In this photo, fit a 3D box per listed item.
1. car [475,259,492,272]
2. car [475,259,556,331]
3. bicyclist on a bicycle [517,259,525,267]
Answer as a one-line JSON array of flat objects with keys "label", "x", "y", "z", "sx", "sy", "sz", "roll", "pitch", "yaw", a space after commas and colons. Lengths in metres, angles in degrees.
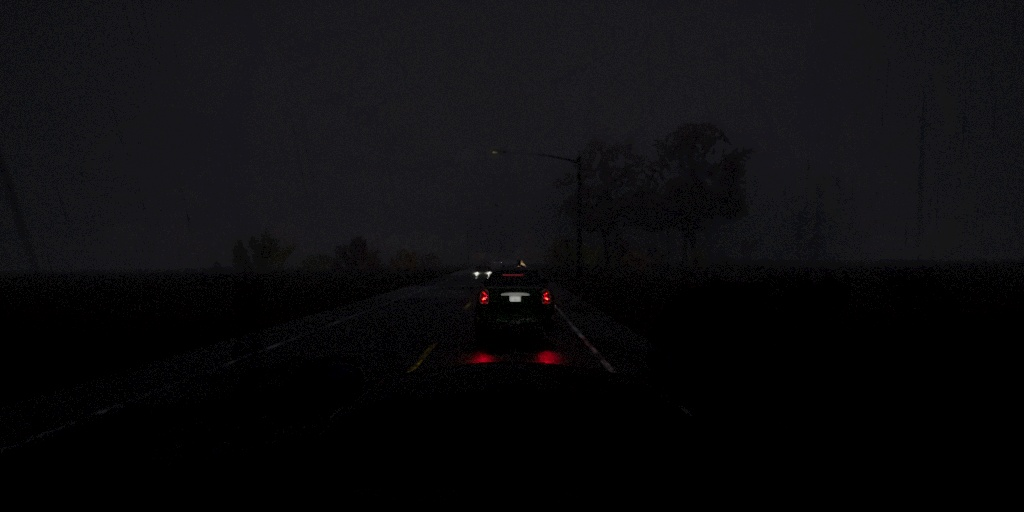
[{"label": "car", "x": -3.752, "y": 1.236, "z": 47.376, "sx": 1.882, "sy": 1.535, "sz": 5.008, "roll": 0, "pitch": 0, "yaw": 0}, {"label": "car", "x": 0.079, "y": 1.103, "z": 11.140, "sx": 2.097, "sy": 1.767, "sz": 4.553, "roll": 0, "pitch": 0, "yaw": 0}, {"label": "bicyclist on a bicycle", "x": 0.889, "y": 1.192, "z": 31.870, "sx": 0.866, "sy": 1.612, "sz": 1.509, "roll": 0, "pitch": 0, "yaw": 0}]
